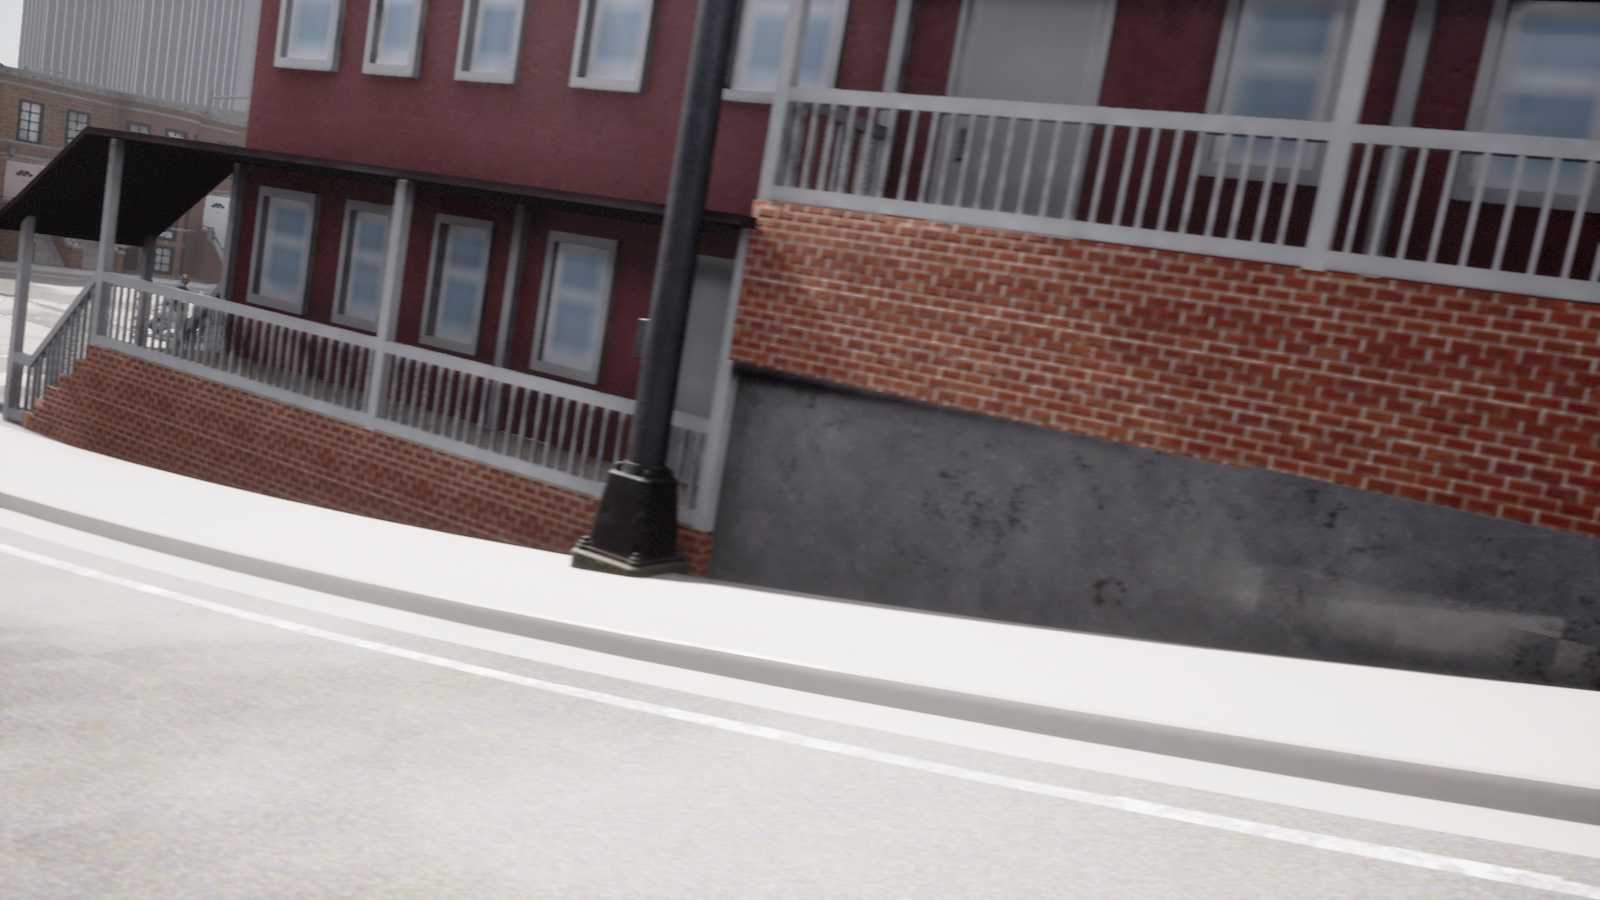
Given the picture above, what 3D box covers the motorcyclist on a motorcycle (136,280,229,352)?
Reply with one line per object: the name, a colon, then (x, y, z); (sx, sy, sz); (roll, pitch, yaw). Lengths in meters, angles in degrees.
motorcyclist on a motorcycle: (-15.868, -3.423, 32.288); (0.866, 1.590, 1.817); (13, 8, 33)
